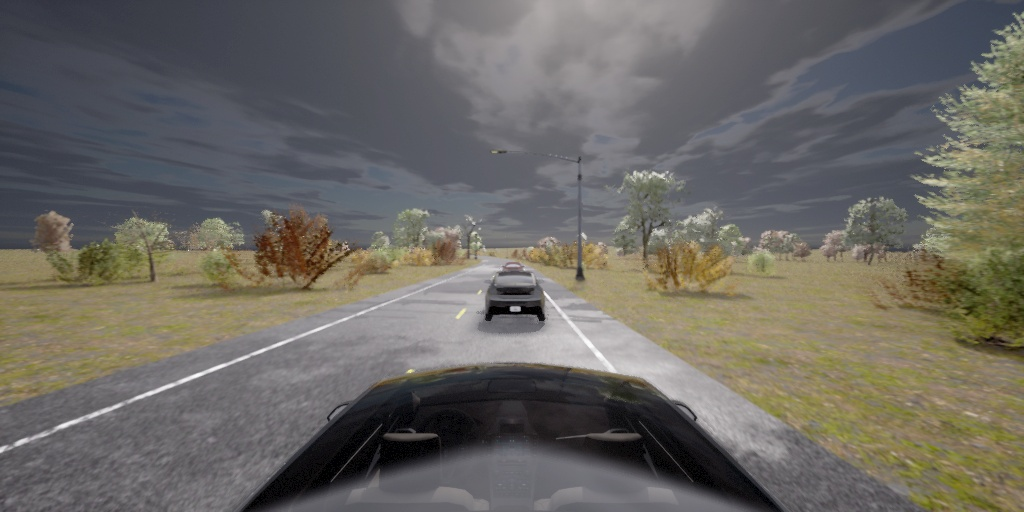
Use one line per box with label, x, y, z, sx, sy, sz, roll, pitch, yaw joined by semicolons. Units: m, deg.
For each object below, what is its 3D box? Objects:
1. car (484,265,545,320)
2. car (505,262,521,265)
car;0.089;1.247;12.552;1.837;1.490;4.892;0;0;0
car;0.088;1.242;30.680;1.812;1.442;4.674;0;0;0
